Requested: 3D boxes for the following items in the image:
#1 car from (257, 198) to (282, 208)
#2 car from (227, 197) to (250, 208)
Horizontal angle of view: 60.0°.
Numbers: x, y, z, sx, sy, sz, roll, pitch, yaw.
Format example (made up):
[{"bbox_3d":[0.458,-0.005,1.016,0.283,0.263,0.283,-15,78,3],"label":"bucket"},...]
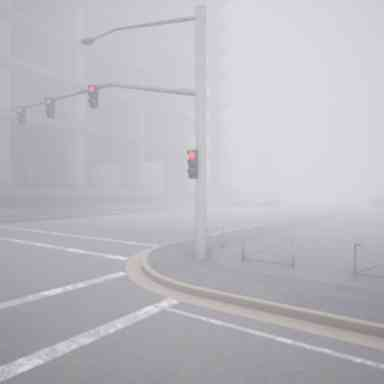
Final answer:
[{"bbox_3d":[10.841,1.537,46.515,1.895,1.301,4.718,0,0,36],"label":"car"},{"bbox_3d":[6.605,1.460,46.627,1.812,1.442,4.674,0,0,36],"label":"car"}]
